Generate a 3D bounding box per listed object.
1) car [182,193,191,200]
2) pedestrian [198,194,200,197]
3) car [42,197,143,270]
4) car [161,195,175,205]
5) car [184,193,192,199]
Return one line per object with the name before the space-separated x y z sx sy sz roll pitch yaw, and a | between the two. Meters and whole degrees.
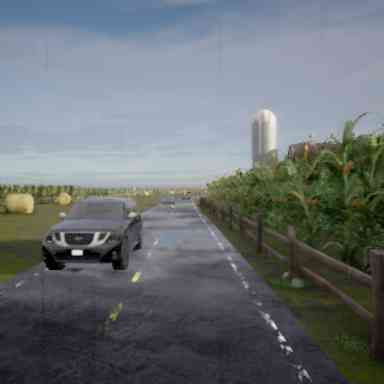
car | -1.342 1.273 78.303 1.994 1.385 4.181 0 0 1
pedestrian | 1.478 1.162 71.659 0.375 1.860 0.375 -1 1 -3
car | -2.993 1.205 11.307 2.150 2.045 5.566 0 0 -1
car | -3.914 1.265 54.514 2.097 1.767 4.553 0 0 -1
car | -1.126 1.178 93.706 1.837 1.490 4.892 0 0 2
